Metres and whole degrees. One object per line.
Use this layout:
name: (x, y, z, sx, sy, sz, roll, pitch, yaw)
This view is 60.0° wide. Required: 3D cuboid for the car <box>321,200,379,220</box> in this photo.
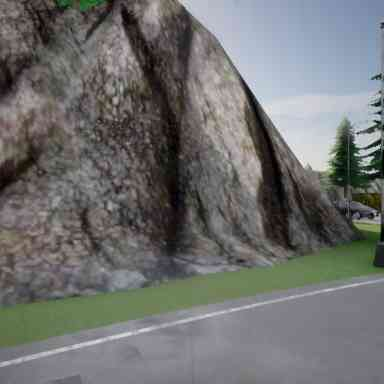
car: (13.420, 1.490, 28.473, 2.128, 1.511, 4.902, 0, 0, -25)
